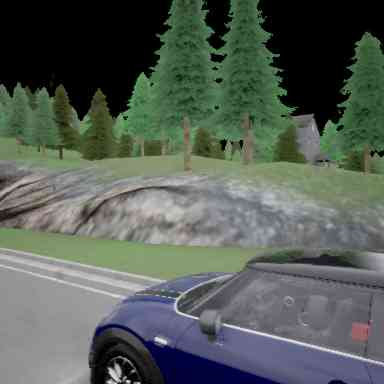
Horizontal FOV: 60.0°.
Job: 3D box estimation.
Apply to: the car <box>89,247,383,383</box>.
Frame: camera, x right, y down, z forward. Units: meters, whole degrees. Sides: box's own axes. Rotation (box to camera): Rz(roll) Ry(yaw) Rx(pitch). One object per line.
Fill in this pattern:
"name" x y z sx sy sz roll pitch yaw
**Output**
"car" 1.073 1.352 3.228 4.553 1.767 2.097 0 0 36
